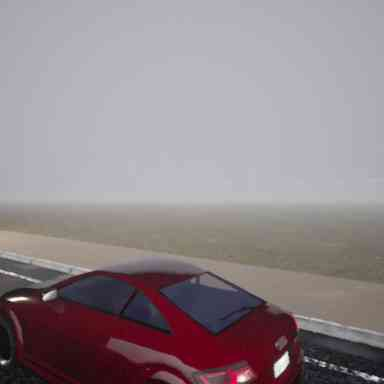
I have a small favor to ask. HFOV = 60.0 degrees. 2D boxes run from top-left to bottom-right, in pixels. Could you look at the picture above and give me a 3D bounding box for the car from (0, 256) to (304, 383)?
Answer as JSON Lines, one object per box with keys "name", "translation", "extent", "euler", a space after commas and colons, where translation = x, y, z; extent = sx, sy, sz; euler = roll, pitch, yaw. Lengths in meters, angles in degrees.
{"name": "car", "translation": [-0.801, 1.559, 4.257], "extent": [4.181, 1.385, 1.994], "euler": [0, 0, 35]}
